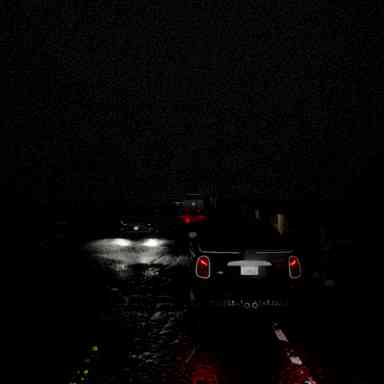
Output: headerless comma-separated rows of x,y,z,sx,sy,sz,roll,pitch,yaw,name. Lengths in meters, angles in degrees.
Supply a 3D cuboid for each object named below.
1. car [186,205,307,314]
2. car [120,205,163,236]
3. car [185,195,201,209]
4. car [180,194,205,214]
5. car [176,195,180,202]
0.981,1.349,7.760,2.097,1.767,4.553,0,0,0,car
-2.705,1.503,18.519,1.837,1.490,4.892,0,0,0,car
0.133,1.364,46.319,2.097,1.767,4.553,0,0,0,car
0.167,1.226,35.822,2.150,2.045,5.566,0,0,0,car
-2.550,1.549,77.111,1.837,1.490,4.892,0,0,0,car
